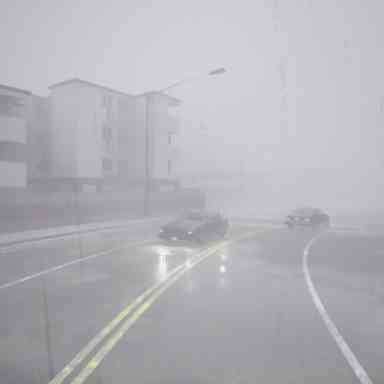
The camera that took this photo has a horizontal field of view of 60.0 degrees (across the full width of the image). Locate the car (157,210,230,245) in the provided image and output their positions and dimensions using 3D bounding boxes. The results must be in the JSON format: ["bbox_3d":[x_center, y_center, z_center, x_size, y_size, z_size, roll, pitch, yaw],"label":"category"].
[{"bbox_3d":[0.330,1.614,16.488,2.033,1.411,5.357,1,0,24],"label":"car"}]

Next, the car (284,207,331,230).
[{"bbox_3d":[8.002,1.759,22.845,2.033,1.411,5.357,2,0,35],"label":"car"}]

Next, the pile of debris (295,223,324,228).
[{"bbox_3d":[8.461,2.399,23.858,1.500,0.140,1.860,1,0,37],"label":"pile of debris"}]
